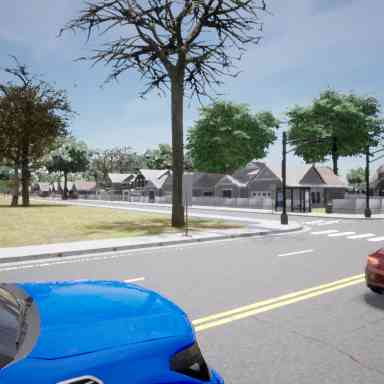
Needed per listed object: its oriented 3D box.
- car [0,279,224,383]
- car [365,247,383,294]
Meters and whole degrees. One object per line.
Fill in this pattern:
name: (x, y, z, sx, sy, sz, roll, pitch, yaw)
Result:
car: (-2.399, 1.222, 1.730, 5.566, 2.045, 2.150, 0, 0, -36)
car: (5.677, 1.525, 7.464, 4.674, 1.442, 1.812, 0, 0, -36)
